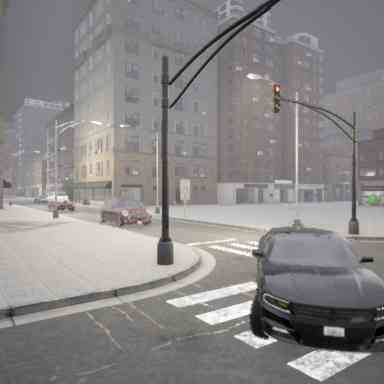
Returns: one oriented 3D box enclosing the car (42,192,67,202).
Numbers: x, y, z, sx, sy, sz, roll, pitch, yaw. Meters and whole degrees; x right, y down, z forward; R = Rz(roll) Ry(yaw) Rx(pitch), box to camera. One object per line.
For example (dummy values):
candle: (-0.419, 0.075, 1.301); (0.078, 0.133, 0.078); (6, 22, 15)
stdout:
car: (-19.536, 0.989, 48.131); (2.150, 2.045, 5.566); (0, 0, -36)

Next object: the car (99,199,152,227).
car: (-4.453, 1.255, 21.932); (2.097, 1.767, 4.553); (0, 0, -35)

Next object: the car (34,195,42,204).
car: (-25.515, 1.270, 56.491); (2.033, 1.411, 5.357); (0, 0, -35)

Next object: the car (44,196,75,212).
car: (-13.769, 1.431, 34.983); (1.895, 1.301, 4.718); (0, 0, -35)

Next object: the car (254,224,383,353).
car: (2.267, 1.472, 6.597); (1.882, 1.535, 5.008); (1, 0, 11)
